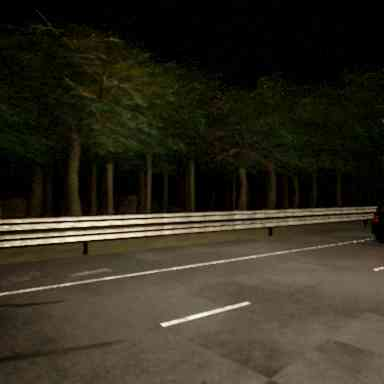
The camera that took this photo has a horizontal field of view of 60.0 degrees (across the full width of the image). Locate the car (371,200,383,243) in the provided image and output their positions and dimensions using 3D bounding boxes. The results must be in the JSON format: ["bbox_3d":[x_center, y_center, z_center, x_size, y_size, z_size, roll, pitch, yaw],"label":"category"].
[{"bbox_3d":[10.681,1.366,15.693,5.566,2.045,2.150,1,0,-36],"label":"car"}]
